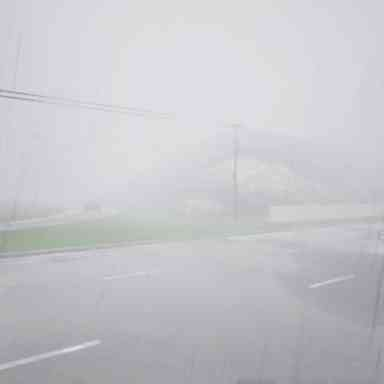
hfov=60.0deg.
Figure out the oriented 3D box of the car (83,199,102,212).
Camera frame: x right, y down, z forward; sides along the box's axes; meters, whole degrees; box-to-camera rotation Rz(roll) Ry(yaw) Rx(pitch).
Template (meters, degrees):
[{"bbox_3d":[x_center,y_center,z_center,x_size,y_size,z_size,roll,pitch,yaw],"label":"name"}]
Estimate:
[{"bbox_3d":[-12.387,1.632,41.280,1.812,1.442,4.674,1,0,-19],"label":"car"}]
